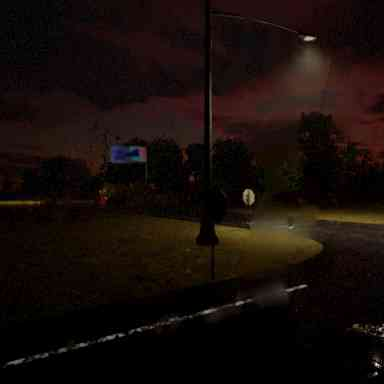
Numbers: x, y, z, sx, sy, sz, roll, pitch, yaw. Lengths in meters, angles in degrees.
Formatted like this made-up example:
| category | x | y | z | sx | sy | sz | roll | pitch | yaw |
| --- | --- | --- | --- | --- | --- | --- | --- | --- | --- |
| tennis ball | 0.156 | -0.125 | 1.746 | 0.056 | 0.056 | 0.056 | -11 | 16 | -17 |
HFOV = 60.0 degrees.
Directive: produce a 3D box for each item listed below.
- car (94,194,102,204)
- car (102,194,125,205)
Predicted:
| category | x | y | z | sx | sy | sz | roll | pitch | yaw |
| --- | --- | --- | --- | --- | --- | --- | --- | --- | --- |
| car | -16.365 | 1.228 | 60.859 | 2.097 | 1.767 | 4.553 | 0 | 0 | -34 |
| car | -12.896 | 1.239 | 55.774 | 2.097 | 1.767 | 4.553 | 0 | 0 | -34 |
